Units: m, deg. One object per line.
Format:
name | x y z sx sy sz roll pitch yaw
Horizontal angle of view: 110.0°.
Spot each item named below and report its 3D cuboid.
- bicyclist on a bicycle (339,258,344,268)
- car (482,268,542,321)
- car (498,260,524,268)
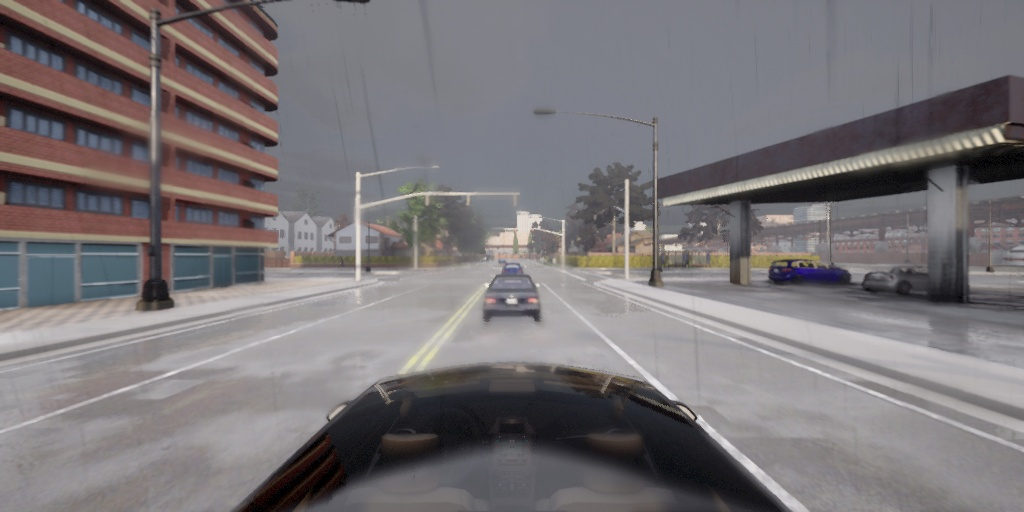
bicyclist on a bicycle | -26.499 1.078 55.842 0.582 1.620 1.656 0 0 1
car | 0.023 1.303 12.422 2.033 1.411 5.357 0 0 1
car | 0.069 1.289 30.281 1.812 1.442 4.674 0 0 1
